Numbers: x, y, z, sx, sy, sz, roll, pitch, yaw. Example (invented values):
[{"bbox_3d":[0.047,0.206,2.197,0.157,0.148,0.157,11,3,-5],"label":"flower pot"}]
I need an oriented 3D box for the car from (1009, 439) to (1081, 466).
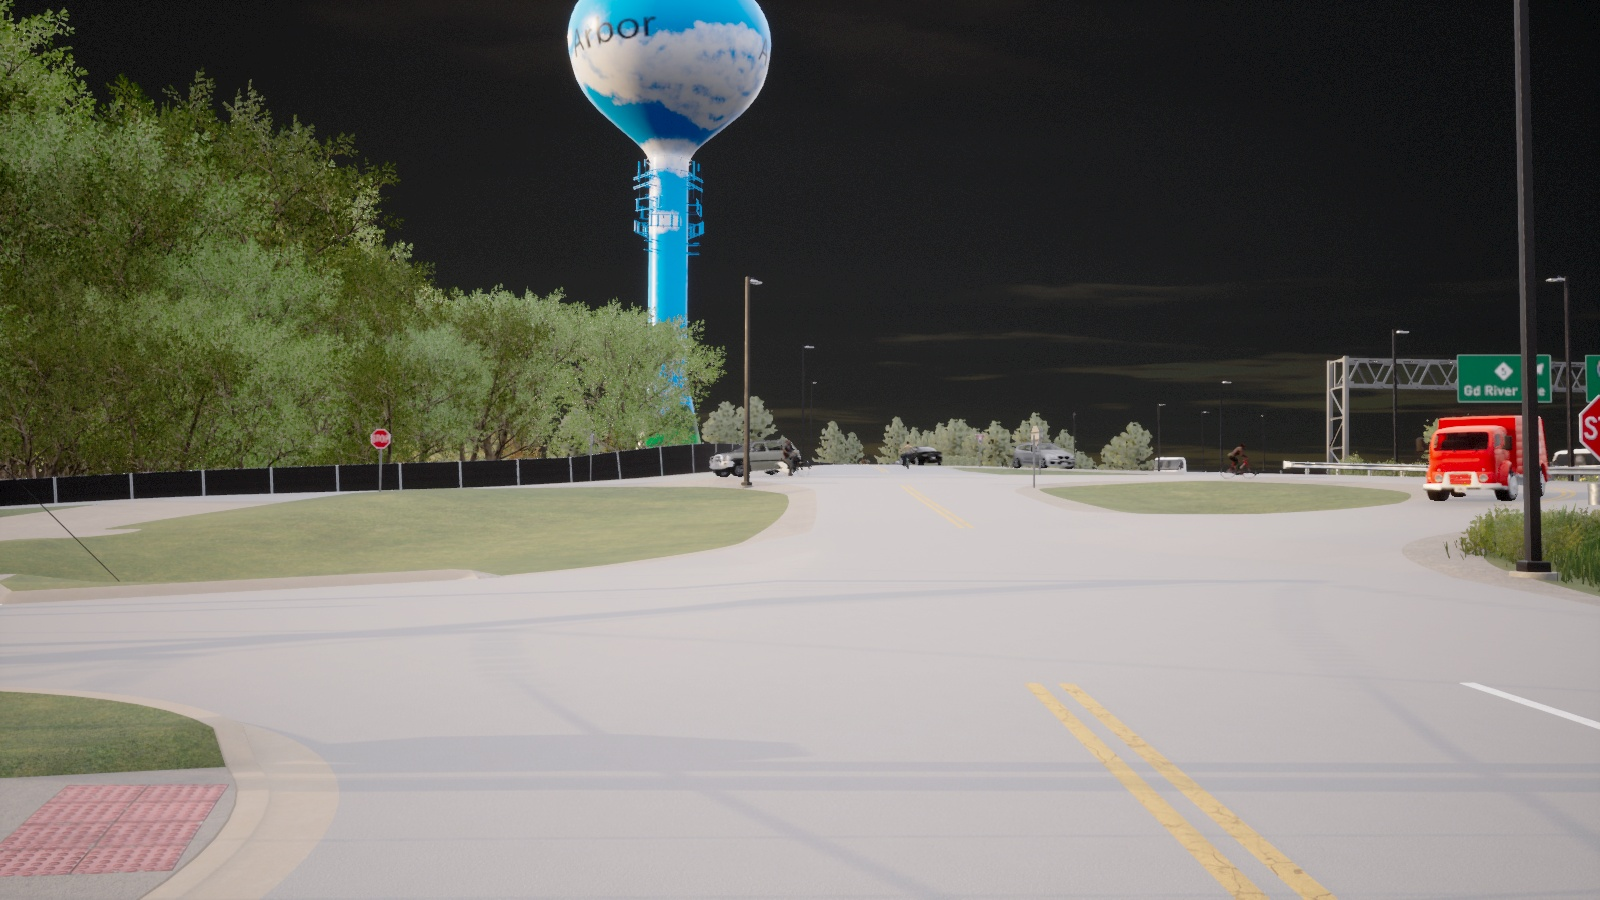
[{"bbox_3d":[15.305,0.167,78.709,2.242,1.667,4.611,1,0,-23],"label":"car"}]

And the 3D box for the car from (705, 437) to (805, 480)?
[{"bbox_3d":[-2.255,0.428,63.204,4.605,1.855,1.932,-3,0,-32],"label":"car"}]

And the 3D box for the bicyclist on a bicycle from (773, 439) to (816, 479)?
[{"bbox_3d":[-0.252,0.402,58.223,1.843,1.776,0.659,-1,3,24],"label":"bicyclist on a bicycle"}]

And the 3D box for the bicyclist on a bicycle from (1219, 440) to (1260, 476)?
[{"bbox_3d":[19.984,0.359,57.062,1.656,1.620,0.582,0,1,1],"label":"bicyclist on a bicycle"}]

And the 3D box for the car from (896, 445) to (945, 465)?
[{"bbox_3d":[9.255,0.375,96.885,1.882,1.535,5.008,0,0,-18],"label":"car"}]

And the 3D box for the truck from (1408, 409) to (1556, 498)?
[{"bbox_3d":[20.412,0.069,37.475,2.627,2.467,5.204,-2,0,42],"label":"truck"}]
